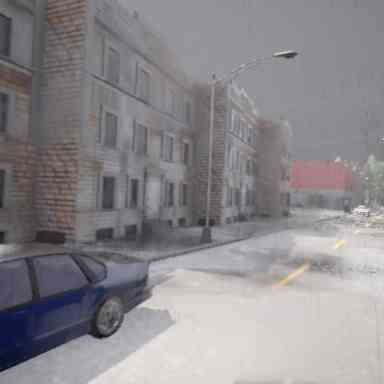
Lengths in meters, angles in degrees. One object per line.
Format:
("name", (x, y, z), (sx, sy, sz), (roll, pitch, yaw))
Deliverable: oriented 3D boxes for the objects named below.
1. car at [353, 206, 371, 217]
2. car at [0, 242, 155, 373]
("car", (23.977, 2.702, 46.849), (1.812, 1.442, 4.674), (2, 0, 33))
("car", (-2.648, 1.442, 4.328), (2.033, 1.411, 5.357), (2, 0, 30))
